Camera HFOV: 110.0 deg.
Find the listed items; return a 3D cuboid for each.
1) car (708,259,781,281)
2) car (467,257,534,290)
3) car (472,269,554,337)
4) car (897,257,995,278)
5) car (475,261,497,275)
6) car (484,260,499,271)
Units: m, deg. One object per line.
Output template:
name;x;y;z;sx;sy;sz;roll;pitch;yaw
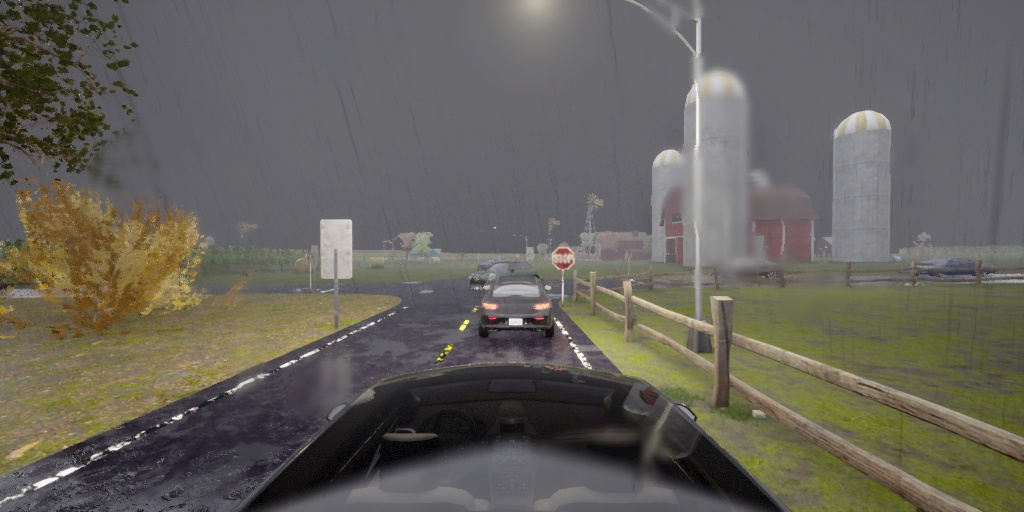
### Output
car;16.794;0.956;25.875;4.902;1.511;2.128;-1;1;0
car;-0.425;1.103;20.779;2.097;1.767;4.553;0;0;41
car;0.147;1.274;10.141;1.812;1.442;4.674;0;0;2
car;31.369;0.805;25.967;5.357;1.411;2.033;-1;1;0
car;-2.844;1.305;40.460;2.033;1.411;5.357;0;0;0
car;-2.828;1.270;50.757;1.837;1.490;4.892;0;0;1
